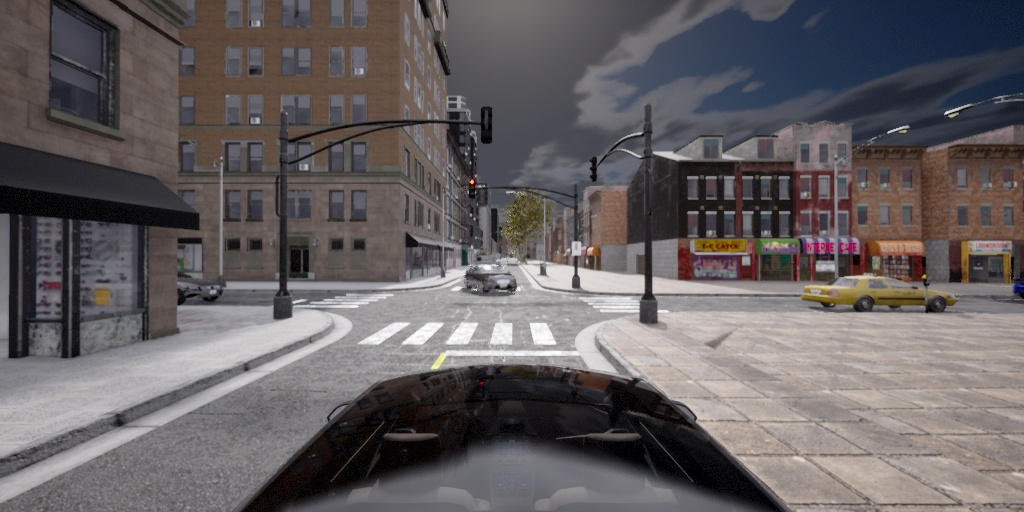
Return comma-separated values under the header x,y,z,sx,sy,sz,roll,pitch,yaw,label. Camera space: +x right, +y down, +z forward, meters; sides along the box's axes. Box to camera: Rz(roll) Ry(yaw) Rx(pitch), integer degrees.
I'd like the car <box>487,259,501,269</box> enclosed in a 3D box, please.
x,y,z,sx,sy,sz,roll,pitch,yaw,label
-2.825,1.266,57.530,1.994,1.385,4.181,0,0,0,car

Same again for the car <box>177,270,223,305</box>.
x,y,z,sx,sy,sz,roll,pitch,yaw,label
-14.412,1.189,14.481,4.674,1.442,1.812,0,0,0,car

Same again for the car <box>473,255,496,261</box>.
x,y,z,sx,sy,sz,roll,pitch,yaw,label
-2.860,0.938,38.600,2.150,2.045,5.566,0,0,0,car

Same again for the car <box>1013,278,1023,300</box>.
x,y,z,sx,sy,sz,roll,pitch,yaw,label
26.030,1.393,16.208,5.008,1.535,1.882,0,0,0,car

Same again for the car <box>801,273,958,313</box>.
x,y,z,sx,sy,sz,roll,pitch,yaw,label
13.881,1.340,13.655,4.829,1.417,1.751,0,0,0,car

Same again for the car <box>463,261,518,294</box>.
x,y,z,sx,sy,sz,roll,pitch,yaw,label
-1.381,1.226,20.312,2.128,1.511,4.902,0,0,-23,car
